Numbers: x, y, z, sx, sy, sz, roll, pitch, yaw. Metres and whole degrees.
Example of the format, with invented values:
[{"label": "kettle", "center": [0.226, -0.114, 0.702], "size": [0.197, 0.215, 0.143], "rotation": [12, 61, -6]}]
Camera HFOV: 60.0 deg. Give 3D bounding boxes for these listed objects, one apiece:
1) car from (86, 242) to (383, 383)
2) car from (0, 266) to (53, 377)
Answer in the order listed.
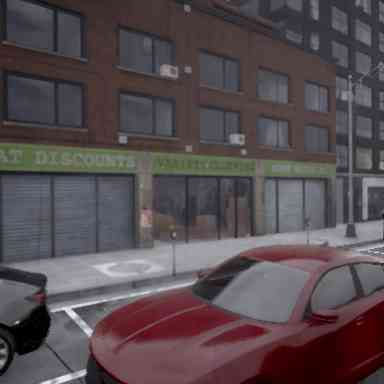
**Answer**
[{"label": "car", "center": [1.232, 1.475, 4.251], "size": [5.008, 1.535, 1.882], "rotation": [0, 0, -35]}, {"label": "car", "center": [-3.894, 1.566, 3.765], "size": [4.313, 1.339, 1.947], "rotation": [0, -1, -35]}]
